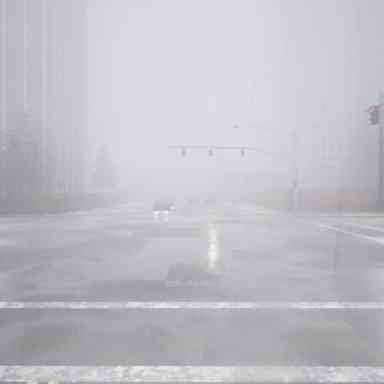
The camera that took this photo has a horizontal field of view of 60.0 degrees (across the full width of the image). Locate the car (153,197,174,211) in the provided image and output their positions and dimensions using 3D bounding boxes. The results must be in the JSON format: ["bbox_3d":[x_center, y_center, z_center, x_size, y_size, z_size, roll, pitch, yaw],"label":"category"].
[{"bbox_3d":[-3.580,1.564,40.787,1.994,1.385,4.181,0,0,0],"label":"car"}]

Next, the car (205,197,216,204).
[{"bbox_3d":[3.530,1.601,65.014,1.895,1.301,4.718,0,0,0],"label":"car"}]

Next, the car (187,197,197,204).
[{"bbox_3d":[0.030,1.564,64.985,1.994,1.385,4.181,0,0,0],"label":"car"}]
